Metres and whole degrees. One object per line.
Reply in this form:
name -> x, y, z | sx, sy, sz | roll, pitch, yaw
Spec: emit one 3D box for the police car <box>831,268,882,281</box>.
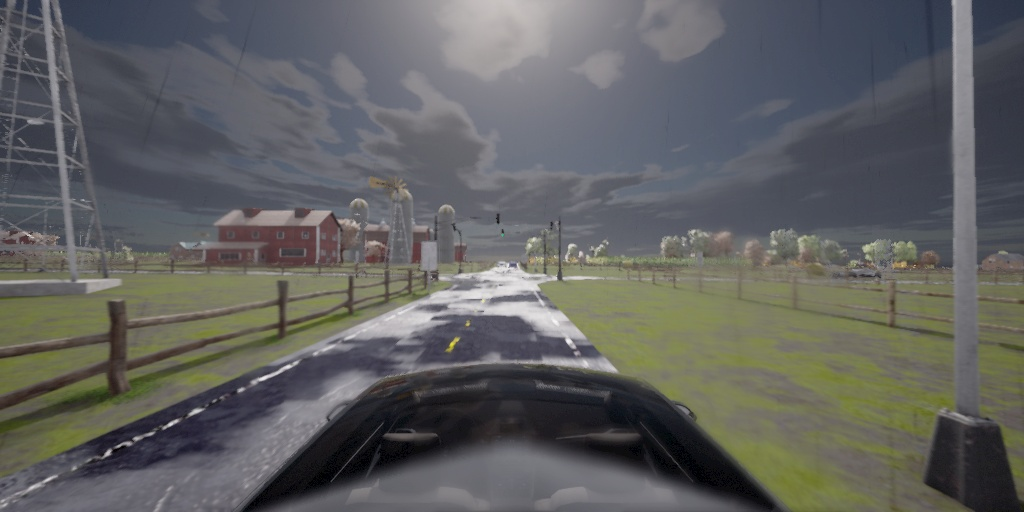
police car -> 42.032, 2.221, 43.831 | 5.238, 1.638, 1.930 | 1, -2, 0
